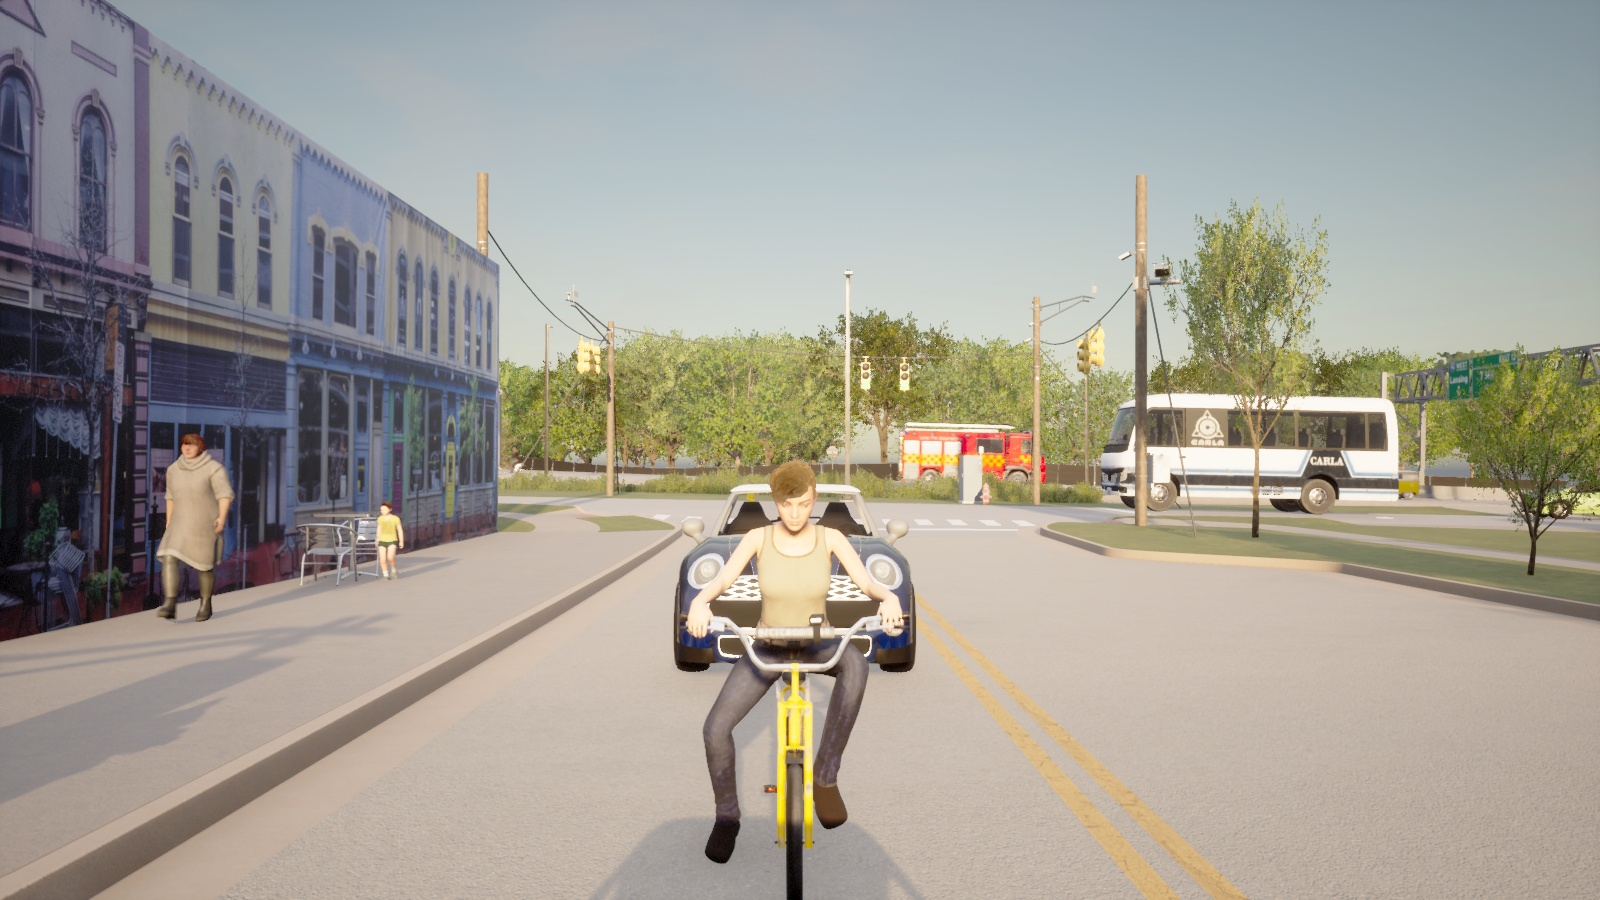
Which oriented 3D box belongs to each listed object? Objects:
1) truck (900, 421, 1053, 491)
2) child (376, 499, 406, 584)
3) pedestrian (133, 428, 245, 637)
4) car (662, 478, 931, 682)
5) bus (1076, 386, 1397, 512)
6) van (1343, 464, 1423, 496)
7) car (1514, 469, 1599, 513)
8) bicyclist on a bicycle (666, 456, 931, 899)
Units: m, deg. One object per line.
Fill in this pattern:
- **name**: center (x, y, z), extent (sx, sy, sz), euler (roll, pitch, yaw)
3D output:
- **truck**: center (10.215, 0.340, 73.441), extent (8.468, 3.827, 2.891), euler (1, -1, 0)
- **child**: center (-5.437, 1.208, 16.698), extent (0.255, 1.110, 0.394), euler (0, -1, 5)
- **pedestrian**: center (-5.915, 0.777, 12.199), extent (0.659, 1.952, 0.873), euler (0, -1, 0)
- **car**: center (-0.034, 0.998, 11.131), extent (1.970, 1.475, 3.806), euler (0, -1, 0)
- **bus**: center (15.633, 0.002, 45.704), extent (10.273, 4.253, 3.944), euler (1, -1, -1)
- **van**: center (38.987, 1.989, 84.038), extent (4.442, 1.987, 1.775), euler (1, -1, 0)
- **car**: center (28.585, 1.491, 45.301), extent (4.514, 1.525, 2.007), euler (1, -1, 11)
- **bicyclist on a bicycle**: center (-0.016, 0.844, 4.878), extent (0.866, 1.612, 1.509), euler (0, -1, -1)
